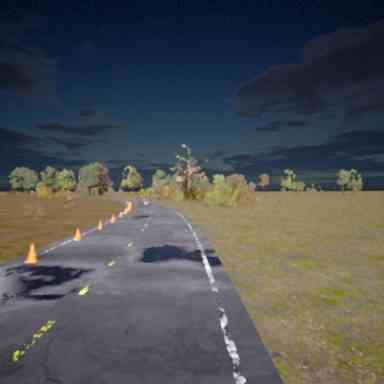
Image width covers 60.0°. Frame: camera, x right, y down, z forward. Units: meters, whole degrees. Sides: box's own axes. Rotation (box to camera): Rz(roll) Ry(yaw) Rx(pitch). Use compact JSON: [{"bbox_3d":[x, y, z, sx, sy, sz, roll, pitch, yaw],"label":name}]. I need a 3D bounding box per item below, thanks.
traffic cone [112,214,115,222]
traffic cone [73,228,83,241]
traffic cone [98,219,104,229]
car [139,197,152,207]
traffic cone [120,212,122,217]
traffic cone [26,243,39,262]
[{"bbox_3d":[-6.107,2.033,25.786,0.340,0.580,0.340,0,0,-5],"label":"traffic cone"},{"bbox_3d":[-5.452,2.006,15.902,0.340,0.580,0.340,0,0,-3],"label":"traffic cone"},{"bbox_3d":[-5.736,2.020,20.847,0.340,0.580,0.340,0,0,-4],"label":"traffic cone"},{"bbox_3d":[-7.538,1.635,54.213,2.128,1.511,4.902,0,0,-11],"label":"car"},{"bbox_3d":[-6.563,2.047,30.718,0.340,0.580,0.340,0,0,-6],"label":"traffic cone"},{"bbox_3d":[-5.254,1.993,10.953,0.340,0.580,0.340,0,0,-2],"label":"traffic cone"}]
